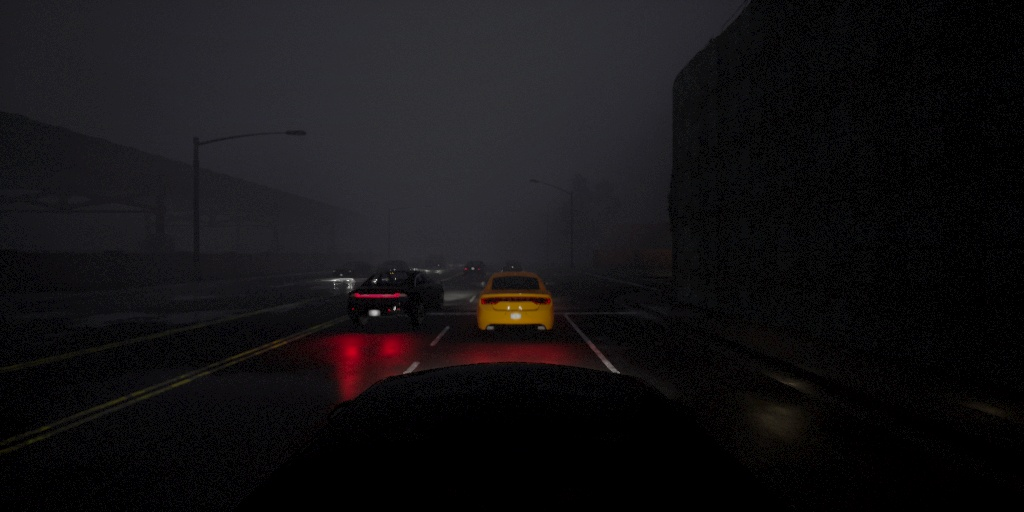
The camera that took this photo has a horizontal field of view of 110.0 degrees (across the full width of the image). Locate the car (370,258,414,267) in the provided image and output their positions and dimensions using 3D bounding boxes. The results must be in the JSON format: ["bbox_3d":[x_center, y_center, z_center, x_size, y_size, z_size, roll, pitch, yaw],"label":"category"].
[{"bbox_3d":[-10.634,1.119,32.156,1.837,1.490,4.892,0,0,0],"label":"car"}]

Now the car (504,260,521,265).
[{"bbox_3d":[0.056,1.142,40.074,1.994,1.385,4.181,0,0,0],"label":"car"}]

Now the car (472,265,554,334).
[{"bbox_3d":[0.081,1.188,10.509,1.882,1.535,5.008,0,0,0],"label":"car"}]

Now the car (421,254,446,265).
[{"bbox_3d":[-10.641,0.758,50.111,2.150,2.045,5.566,0,0,0],"label":"car"}]

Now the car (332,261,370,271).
[{"bbox_3d":[-14.135,1.161,32.339,2.033,1.411,5.357,0,0,0],"label":"car"}]

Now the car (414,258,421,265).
[{"bbox_3d":[-14.128,1.018,52.353,2.128,1.511,4.902,0,0,0],"label":"car"}]

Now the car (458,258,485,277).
[{"bbox_3d":[-3.436,1.154,33.874,2.033,1.411,5.357,0,0,0],"label":"car"}]

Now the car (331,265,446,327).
[{"bbox_3d":[-3.424,1.198,11.392,2.128,1.511,4.902,0,0,0],"label":"car"}]
